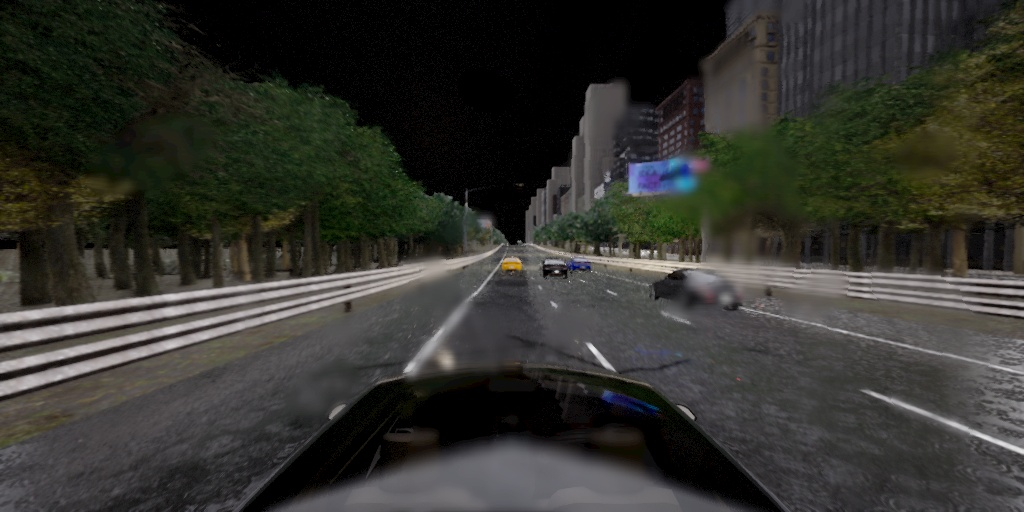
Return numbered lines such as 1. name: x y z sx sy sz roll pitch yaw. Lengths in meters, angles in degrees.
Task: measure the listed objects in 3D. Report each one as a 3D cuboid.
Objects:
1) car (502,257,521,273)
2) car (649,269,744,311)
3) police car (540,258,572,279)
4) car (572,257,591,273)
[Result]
1. car: -0.026 0.878 37.727 1.882 1.535 5.008 0 1 0
2. car: 7.053 1.236 14.113 1.812 1.442 4.674 0 0 0
3. police car: 3.400 0.966 30.027 1.930 1.638 5.238 0 1 0
4. car: 6.975 0.891 37.760 1.882 1.535 5.008 0 1 0
